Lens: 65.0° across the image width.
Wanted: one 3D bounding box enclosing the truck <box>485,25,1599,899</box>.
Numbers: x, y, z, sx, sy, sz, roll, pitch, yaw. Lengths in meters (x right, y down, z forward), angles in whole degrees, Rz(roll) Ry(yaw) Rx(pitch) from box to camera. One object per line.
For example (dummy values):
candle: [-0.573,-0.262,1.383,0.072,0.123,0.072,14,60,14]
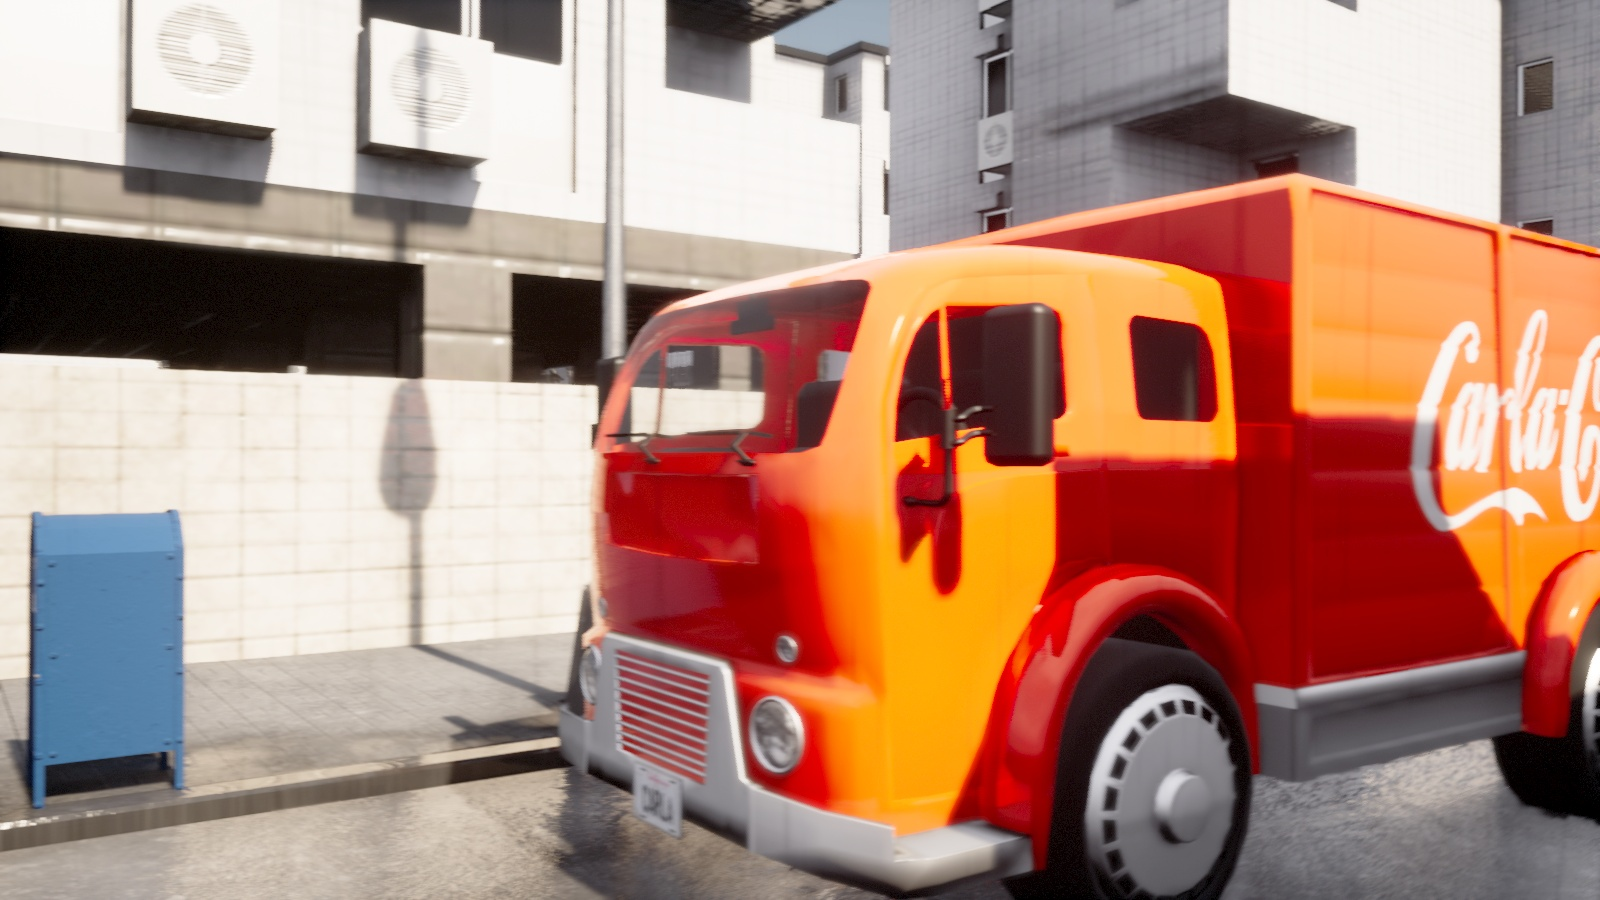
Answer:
truck: [1.634,0.280,5.417,5.204,2.467,2.627,0,0,-35]
